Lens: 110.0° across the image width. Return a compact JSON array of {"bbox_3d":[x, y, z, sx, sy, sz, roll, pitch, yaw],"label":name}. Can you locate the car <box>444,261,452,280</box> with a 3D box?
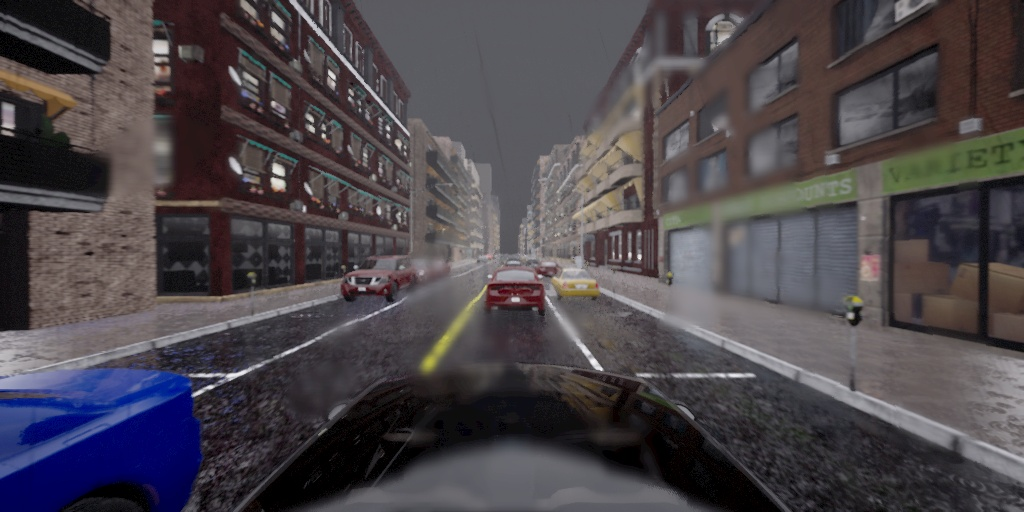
[{"bbox_3d":[-5.672,1.018,27.366,1.888,1.381,4.507,0,0,0],"label":"car"}]

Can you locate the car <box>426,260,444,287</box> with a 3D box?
[{"bbox_3d":[-5.677,0.973,21.729,1.967,1.591,4.097,0,0,0],"label":"car"}]

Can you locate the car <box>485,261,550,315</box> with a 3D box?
[{"bbox_3d":[0.109,1.107,13.009,1.882,1.535,5.008,0,1,0],"label":"car"}]

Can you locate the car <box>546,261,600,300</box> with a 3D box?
[{"bbox_3d":[2.699,1.122,16.253,1.751,1.417,4.829,0,0,0],"label":"car"}]

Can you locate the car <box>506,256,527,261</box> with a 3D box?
[{"bbox_3d":[0.123,0.962,30.881,1.812,1.442,4.674,0,1,0],"label":"car"}]

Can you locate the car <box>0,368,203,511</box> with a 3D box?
[{"bbox_3d":[-3.102,1.241,0.372,1.882,1.535,5.008,0,1,0],"label":"car"}]

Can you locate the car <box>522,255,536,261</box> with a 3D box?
[{"bbox_3d":[2.727,0.783,49.898,2.007,1.370,4.403,0,0,0],"label":"car"}]

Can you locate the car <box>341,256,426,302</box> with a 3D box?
[{"bbox_3d":[-5.681,0.909,16.094,2.192,1.841,5.009,0,0,0],"label":"car"}]

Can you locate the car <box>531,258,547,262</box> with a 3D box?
[{"bbox_3d":[2.708,1.021,27.355,1.888,1.381,4.507,0,0,0],"label":"car"}]
